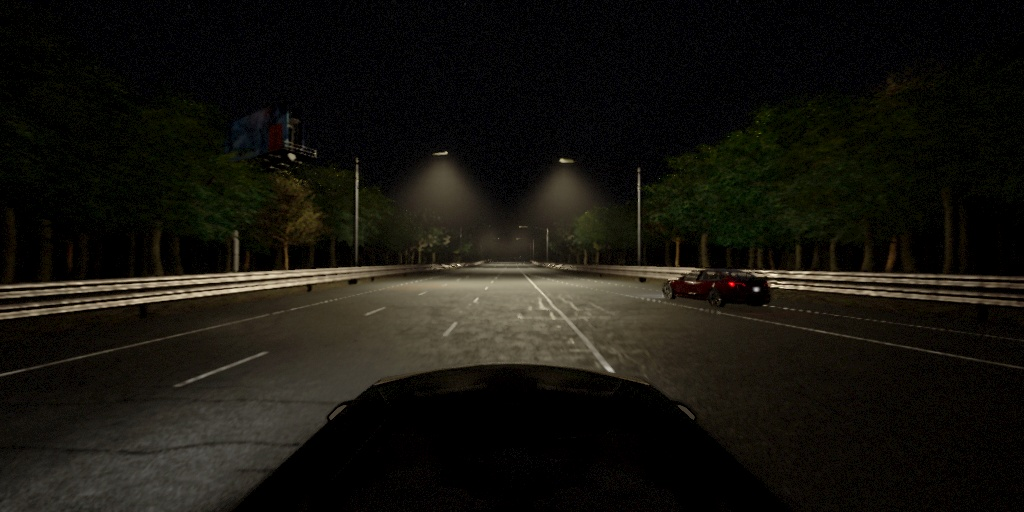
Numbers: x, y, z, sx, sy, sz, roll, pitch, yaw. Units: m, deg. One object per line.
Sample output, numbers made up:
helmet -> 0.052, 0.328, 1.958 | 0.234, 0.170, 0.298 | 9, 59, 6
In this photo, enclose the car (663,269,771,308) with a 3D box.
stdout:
car -> 8.529, 1.291, 15.402 | 2.163, 1.488, 4.792 | 0, -1, -10
